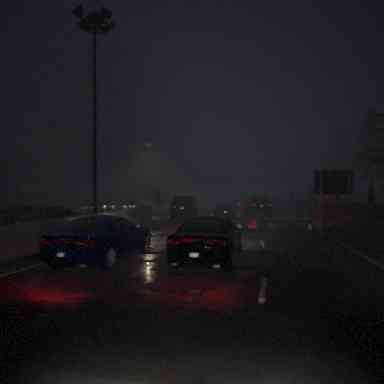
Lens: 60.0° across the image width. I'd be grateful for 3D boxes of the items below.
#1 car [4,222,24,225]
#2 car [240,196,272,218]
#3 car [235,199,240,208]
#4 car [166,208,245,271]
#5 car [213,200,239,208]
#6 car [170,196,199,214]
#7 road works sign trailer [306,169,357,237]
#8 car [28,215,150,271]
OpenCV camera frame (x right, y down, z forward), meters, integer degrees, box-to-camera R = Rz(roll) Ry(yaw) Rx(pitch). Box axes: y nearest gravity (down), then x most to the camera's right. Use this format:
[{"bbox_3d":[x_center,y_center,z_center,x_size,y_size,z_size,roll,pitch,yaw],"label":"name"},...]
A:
[{"bbox_3d":[-8.640,1.611,20.224,2.128,1.511,4.902,0,0,7],"label":"car"},{"bbox_3d":[6.384,1.371,32.618,2.150,2.045,5.566,0,0,2],"label":"car"},{"bbox_3d":[6.003,1.682,43.406,1.882,1.535,5.008,0,0,-4],"label":"car"},{"bbox_3d":[0.595,1.533,11.240,1.882,1.535,5.008,0,0,12],"label":"car"},{"bbox_3d":[2.948,1.707,31.052,1.994,1.385,4.181,1,0,1],"label":"car"},{"bbox_3d":[-0.616,1.370,28.905,2.150,2.045,5.566,0,0,3],"label":"car"},{"bbox_3d":[7.861,0.538,18.063,2.380,3.560,2.880,0,0,-11],"label":"road works sign trailer"},{"bbox_3d":[-2.969,1.541,11.363,1.882,1.535,5.008,0,0,13],"label":"car"}]
